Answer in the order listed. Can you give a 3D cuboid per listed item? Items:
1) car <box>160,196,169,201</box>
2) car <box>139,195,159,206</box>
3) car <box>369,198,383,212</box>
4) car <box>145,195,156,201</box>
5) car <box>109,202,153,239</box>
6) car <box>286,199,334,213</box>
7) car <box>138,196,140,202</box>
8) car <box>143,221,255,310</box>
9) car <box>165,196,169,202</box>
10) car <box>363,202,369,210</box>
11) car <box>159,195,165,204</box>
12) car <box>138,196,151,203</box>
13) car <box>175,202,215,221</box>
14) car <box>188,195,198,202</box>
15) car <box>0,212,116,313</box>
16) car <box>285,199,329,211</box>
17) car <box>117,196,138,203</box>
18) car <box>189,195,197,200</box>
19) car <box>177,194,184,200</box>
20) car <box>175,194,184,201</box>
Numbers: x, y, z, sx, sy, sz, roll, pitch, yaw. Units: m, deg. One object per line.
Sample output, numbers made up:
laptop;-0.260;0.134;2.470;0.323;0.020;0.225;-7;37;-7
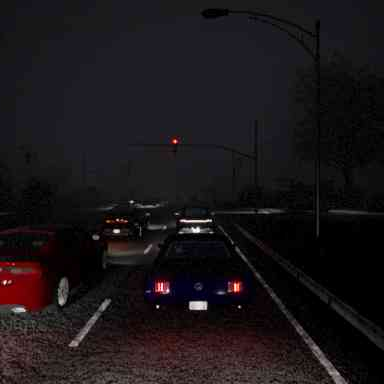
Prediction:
car;-6.796;1.592;83.177;1.895;1.301;4.718;0;0;0
car;-6.958;1.562;54.411;1.994;1.385;4.181;0;0;-1
car;22.227;1.469;35.638;5.008;1.535;1.882;0;0;3
car;-10.296;1.536;82.809;2.033;1.411;5.357;0;0;0
car;-3.359;1.504;17.271;1.837;1.490;4.892;0;0;0
car;12.808;1.489;36.174;4.902;1.511;2.128;0;0;3
car;-10.401;1.523;62.374;1.812;1.442;4.674;0;0;0
car;0.118;1.601;7.747;1.895;1.301;4.718;0;0;0
car;-6.822;1.475;73.194;1.882;1.535;5.008;0;0;0
car;22.853;1.481;39.110;4.902;1.511;2.128;0;0;3
car;-6.891;1.598;63.355;1.895;1.301;4.718;0;0;1
car;-10.324;1.537;72.506;2.033;1.411;5.357;0;0;0
car;0.151;1.491;17.009;2.128;1.511;4.902;0;0;-1
car;0.257;1.501;70.427;1.837;1.490;4.892;0;0;0
car;-3.382;1.477;7.774;1.882;1.535;5.008;0;0;0
car;13.677;1.524;39.628;4.674;1.442;1.812;0;0;5
car;-10.500;1.490;52.979;2.128;1.511;4.902;0;0;2
car;0.277;1.521;95.001;2.128;1.511;4.902;0;0;1
car;-3.224;1.324;95.040;1.882;1.535;5.008;0;0;1
car;-3.290;1.529;84.631;2.033;1.411;5.357;0;0;0
